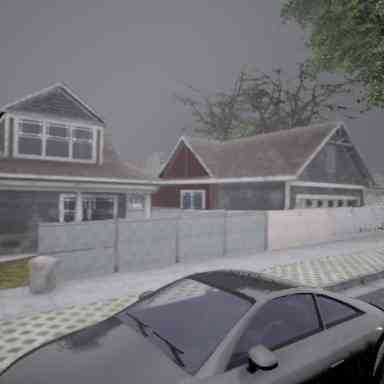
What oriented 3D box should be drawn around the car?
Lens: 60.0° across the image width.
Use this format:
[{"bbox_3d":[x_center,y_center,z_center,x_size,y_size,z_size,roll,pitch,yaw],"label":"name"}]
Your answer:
[{"bbox_3d":[0.323,1.566,3.300,4.181,1.385,1.994,0,0,-35],"label":"car"}]
